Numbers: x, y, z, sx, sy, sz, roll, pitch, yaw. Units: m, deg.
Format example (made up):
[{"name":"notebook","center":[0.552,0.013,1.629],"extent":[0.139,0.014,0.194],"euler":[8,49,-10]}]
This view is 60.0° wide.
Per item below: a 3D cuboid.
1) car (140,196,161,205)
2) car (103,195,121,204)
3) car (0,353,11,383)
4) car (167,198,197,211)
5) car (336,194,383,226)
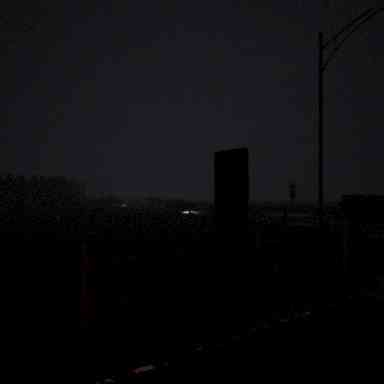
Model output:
[{"name":"car","center":[-6.711,1.309,53.431],"extent":[2.128,1.511,4.902],"euler":[-1,1,-35]},{"name":"car","center":[-13.688,1.327,57.034],"extent":[1.882,1.535,5.008],"euler":[-1,0,-35]},{"name":"car","center":[-2.953,1.354,0.975],"extent":[4.553,1.767,2.097],"euler":[0,0,-36]},{"name":"car","center":[-1.269,1.454,39.380],"extent":[1.994,1.385,4.181],"euler":[-1,1,-35]},{"name":"car","center":[11.911,1.182,20.810],"extent":[2.150,2.045,5.566],"euler":[-1,0,-35]}]
